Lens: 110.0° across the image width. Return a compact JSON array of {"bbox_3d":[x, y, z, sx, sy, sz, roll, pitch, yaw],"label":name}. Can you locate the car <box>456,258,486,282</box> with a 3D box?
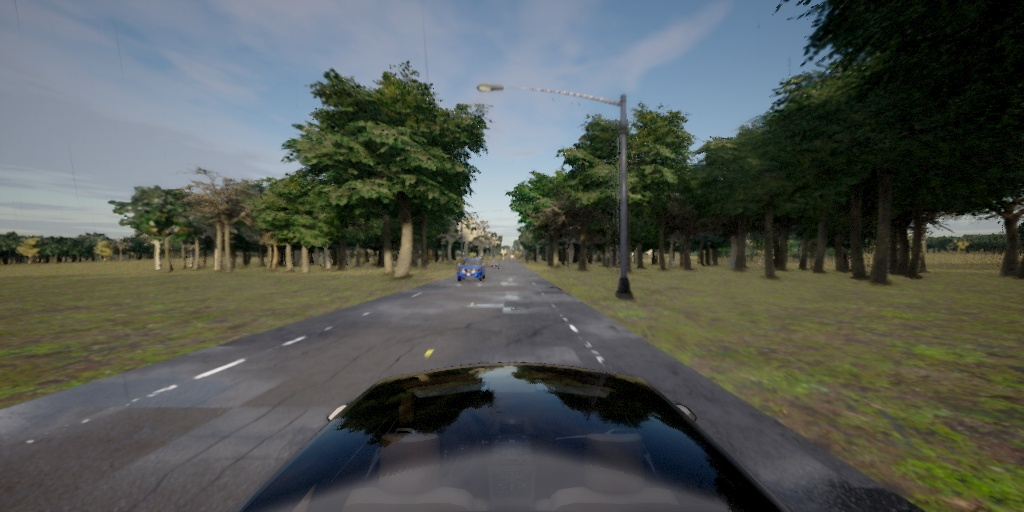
[{"bbox_3d":[-3.588,1.204,32.385,2.150,2.045,5.566,0,-1,0],"label":"car"}]
